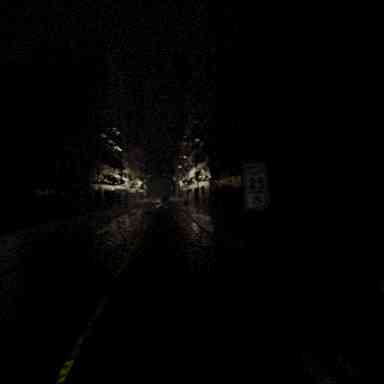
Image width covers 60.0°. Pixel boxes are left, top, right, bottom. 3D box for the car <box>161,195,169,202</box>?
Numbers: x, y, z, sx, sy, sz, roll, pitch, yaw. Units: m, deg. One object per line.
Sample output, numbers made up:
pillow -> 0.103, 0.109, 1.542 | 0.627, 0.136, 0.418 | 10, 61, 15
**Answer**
car -> -6.857, 1.693, 85.128 | 1.837, 1.490, 4.892 | -3, 0, -5
